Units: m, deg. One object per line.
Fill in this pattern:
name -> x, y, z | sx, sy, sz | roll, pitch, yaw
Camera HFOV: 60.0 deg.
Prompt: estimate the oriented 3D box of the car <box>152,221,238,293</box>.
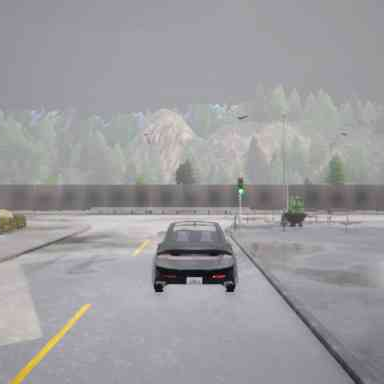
car -> 0.073, 1.515, 8.905 | 2.128, 1.511, 4.902 | 0, 0, 1
